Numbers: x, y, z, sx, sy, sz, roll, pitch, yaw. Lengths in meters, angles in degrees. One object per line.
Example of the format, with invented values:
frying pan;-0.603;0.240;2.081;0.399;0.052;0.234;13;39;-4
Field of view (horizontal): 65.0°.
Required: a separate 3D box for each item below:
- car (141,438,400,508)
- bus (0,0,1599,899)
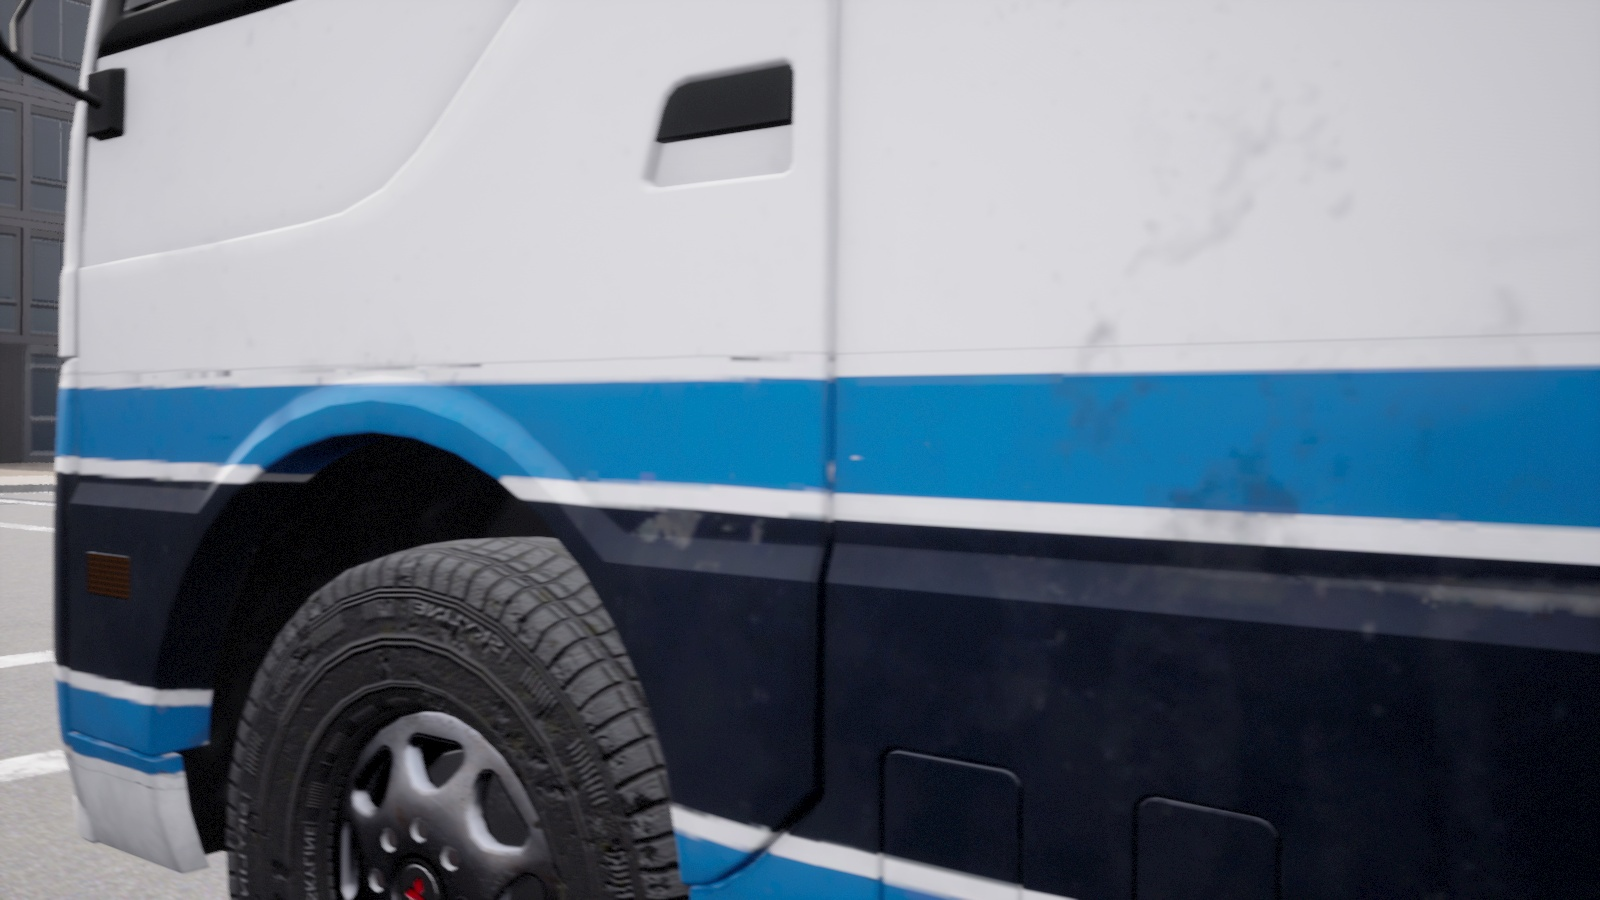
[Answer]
car;-10.954;0.414;26.316;1.895;1.301;4.718;0;1;34
bus;2.681;-0.688;1.815;10.273;4.253;3.944;0;1;34
